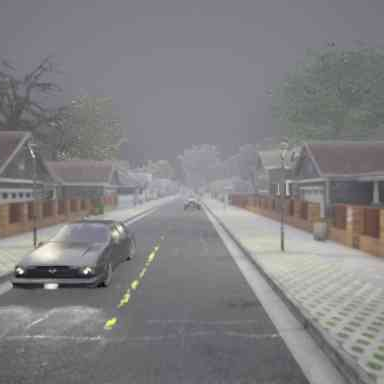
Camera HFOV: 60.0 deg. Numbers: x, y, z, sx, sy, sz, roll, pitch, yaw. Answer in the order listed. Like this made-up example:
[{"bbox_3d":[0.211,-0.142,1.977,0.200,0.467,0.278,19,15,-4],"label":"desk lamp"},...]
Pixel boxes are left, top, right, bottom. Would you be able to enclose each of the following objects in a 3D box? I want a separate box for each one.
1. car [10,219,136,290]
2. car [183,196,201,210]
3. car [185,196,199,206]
[{"bbox_3d":[-2.821,1.502,9.345,2.033,1.411,5.357,0,0,0],"label":"car"},{"bbox_3d":[0.006,1.297,38.879,1.812,1.442,4.674,0,0,0],"label":"car"},{"bbox_3d":[0.007,1.263,48.932,2.033,1.411,5.357,0,0,0],"label":"car"}]
